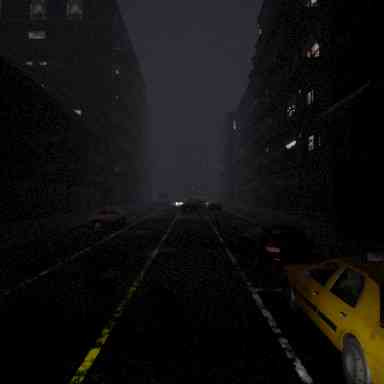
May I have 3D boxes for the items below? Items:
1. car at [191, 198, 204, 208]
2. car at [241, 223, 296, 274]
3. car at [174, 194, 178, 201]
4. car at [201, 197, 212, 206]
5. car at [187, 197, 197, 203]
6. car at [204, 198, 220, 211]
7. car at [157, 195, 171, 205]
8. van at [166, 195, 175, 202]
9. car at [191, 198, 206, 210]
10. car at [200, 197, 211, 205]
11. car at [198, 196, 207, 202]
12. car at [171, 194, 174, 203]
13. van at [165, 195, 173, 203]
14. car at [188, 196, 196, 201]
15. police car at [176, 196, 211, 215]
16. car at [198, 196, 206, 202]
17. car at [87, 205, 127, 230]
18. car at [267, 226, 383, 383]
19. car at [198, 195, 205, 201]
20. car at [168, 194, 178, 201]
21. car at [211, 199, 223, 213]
[{"bbox_3d":[0.825,1.615,50.540,1.812,1.442,4.674,0,0,0],"label":"car"},{"bbox_3d":[2.584,1.588,10.219,1.802,1.307,4.206,1,0,0],"label":"car"},{"bbox_3d":[-2.751,1.664,75.993,2.128,1.511,4.902,0,0,0],"label":"car"},{"bbox_3d":[2.584,1.665,59.991,1.887,1.381,4.507,1,0,0],"label":"car"},{"bbox_3d":[-0.001,1.625,70.282,1.895,1.301,4.718,0,0,0],"label":"car"},{"bbox_3d":[2.585,1.592,43.571,1.752,1.417,4.829,1,0,0],"label":"car"},{"bbox_3d":[-5.296,1.645,59.884,1.752,1.417,4.829,2,0,0],"label":"car"},{"bbox_3d":[-5.292,1.551,82.177,1.690,1.788,3.998,1,0,0],"label":"van"},{"bbox_3d":[0.825,1.548,44.537,1.882,1.535,5.008,0,0,0],"label":"car"},{"bbox_3d":[2.583,1.691,65.523,2.008,1.369,4.403,1,0,0],"label":"car"},{"bbox_3d":[2.583,1.754,82.115,1.887,1.381,4.507,1,0,0],"label":"car"},{"bbox_3d":[-5.290,1.455,65.587,2.192,1.841,5.009,2,0,0],"label":"car"},{"bbox_3d":[-5.291,1.525,76.645,1.690,1.788,3.998,2,0,0],"label":"van"},{"bbox_3d":[-0.001,1.650,85.258,1.994,1.385,4.181,0,0,0],"label":"car"},{"bbox_3d":[0.272,1.480,34.924,1.930,1.638,5.238,-1,-1,15],"label":"police car"},{"bbox_3d":[2.583,1.782,87.645,1.887,1.381,4.507,1,0,0],"label":"car"},{"bbox_3d":[-5.294,1.544,21.177,1.752,1.417,4.829,2,0,0],"label":"car"},{"bbox_3d":[2.586,1.527,4.860,1.752,1.417,4.829,2,0,0],"label":"car"},{"bbox_3d":[2.593,1.706,93.177,1.967,1.590,4.097,1,0,0],"label":"car"},{"bbox_3d":[-5.292,1.581,93.238,2.192,1.841,5.009,1,0,0],"label":"car"},{"bbox_3d":[2.584,1.597,37.869,1.887,1.381,4.507,1,0,0],"label":"car"}]
